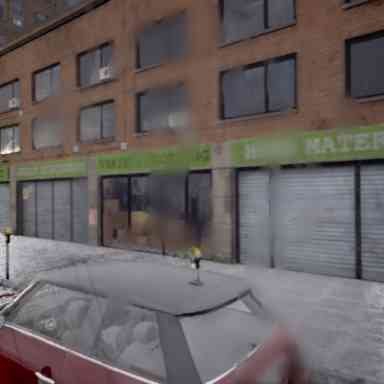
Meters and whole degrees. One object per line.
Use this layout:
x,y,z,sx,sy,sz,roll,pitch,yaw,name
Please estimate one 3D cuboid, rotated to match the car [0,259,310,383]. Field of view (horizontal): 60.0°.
-1.004,1.469,3.528,4.097,1.590,1.967,-1,0,36,car
